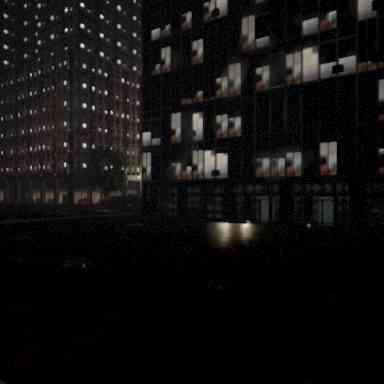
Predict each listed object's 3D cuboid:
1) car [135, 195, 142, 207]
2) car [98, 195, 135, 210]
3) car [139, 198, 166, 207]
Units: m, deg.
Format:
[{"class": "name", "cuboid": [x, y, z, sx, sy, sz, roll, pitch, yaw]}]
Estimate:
[{"class": "car", "cuboid": [-9.763, 1.409, 50.714, 2.192, 1.841, 5.009, 0, 0, 35]}, {"class": "car", "cuboid": [-10.513, 1.423, 45.036, 2.097, 1.767, 4.553, 0, 0, 35]}, {"class": "car", "cuboid": [-6.531, 1.679, 55.404, 1.947, 1.339, 4.313, 0, 0, 35]}]
